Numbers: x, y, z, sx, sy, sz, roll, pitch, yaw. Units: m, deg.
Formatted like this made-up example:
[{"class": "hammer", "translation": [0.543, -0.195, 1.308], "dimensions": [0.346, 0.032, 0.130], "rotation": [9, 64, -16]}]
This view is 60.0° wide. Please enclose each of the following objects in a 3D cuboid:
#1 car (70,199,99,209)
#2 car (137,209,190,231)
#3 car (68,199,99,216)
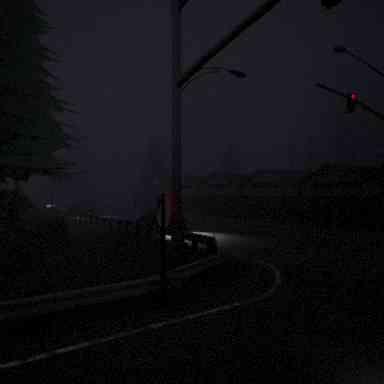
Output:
[{"class": "car", "translation": [-16.266, 1.779, 50.621], "dimensions": [1.895, 1.301, 4.718], "rotation": [0, 0, 18]}, {"class": "car", "translation": [-1.920, 1.756, 21.438], "dimensions": [1.994, 1.385, 4.181], "rotation": [0, 0, -35]}, {"class": "car", "translation": [-11.669, 1.739, 35.331], "dimensions": [2.033, 1.411, 5.357], "rotation": [0, 0, -35]}]
